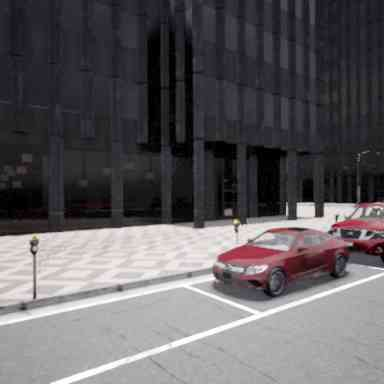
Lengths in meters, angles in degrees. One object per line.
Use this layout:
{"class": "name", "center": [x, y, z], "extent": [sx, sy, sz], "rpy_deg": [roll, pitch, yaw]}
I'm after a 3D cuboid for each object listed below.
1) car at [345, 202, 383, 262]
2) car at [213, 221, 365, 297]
{"class": "car", "center": [6.924, 1.303, 11.951], "extent": [5.009, 1.841, 2.192], "rpy_deg": [0, 0, -37]}
{"class": "car", "center": [2.443, 1.590, 8.564], "extent": [4.206, 1.307, 1.802], "rpy_deg": [0, 0, -37]}
